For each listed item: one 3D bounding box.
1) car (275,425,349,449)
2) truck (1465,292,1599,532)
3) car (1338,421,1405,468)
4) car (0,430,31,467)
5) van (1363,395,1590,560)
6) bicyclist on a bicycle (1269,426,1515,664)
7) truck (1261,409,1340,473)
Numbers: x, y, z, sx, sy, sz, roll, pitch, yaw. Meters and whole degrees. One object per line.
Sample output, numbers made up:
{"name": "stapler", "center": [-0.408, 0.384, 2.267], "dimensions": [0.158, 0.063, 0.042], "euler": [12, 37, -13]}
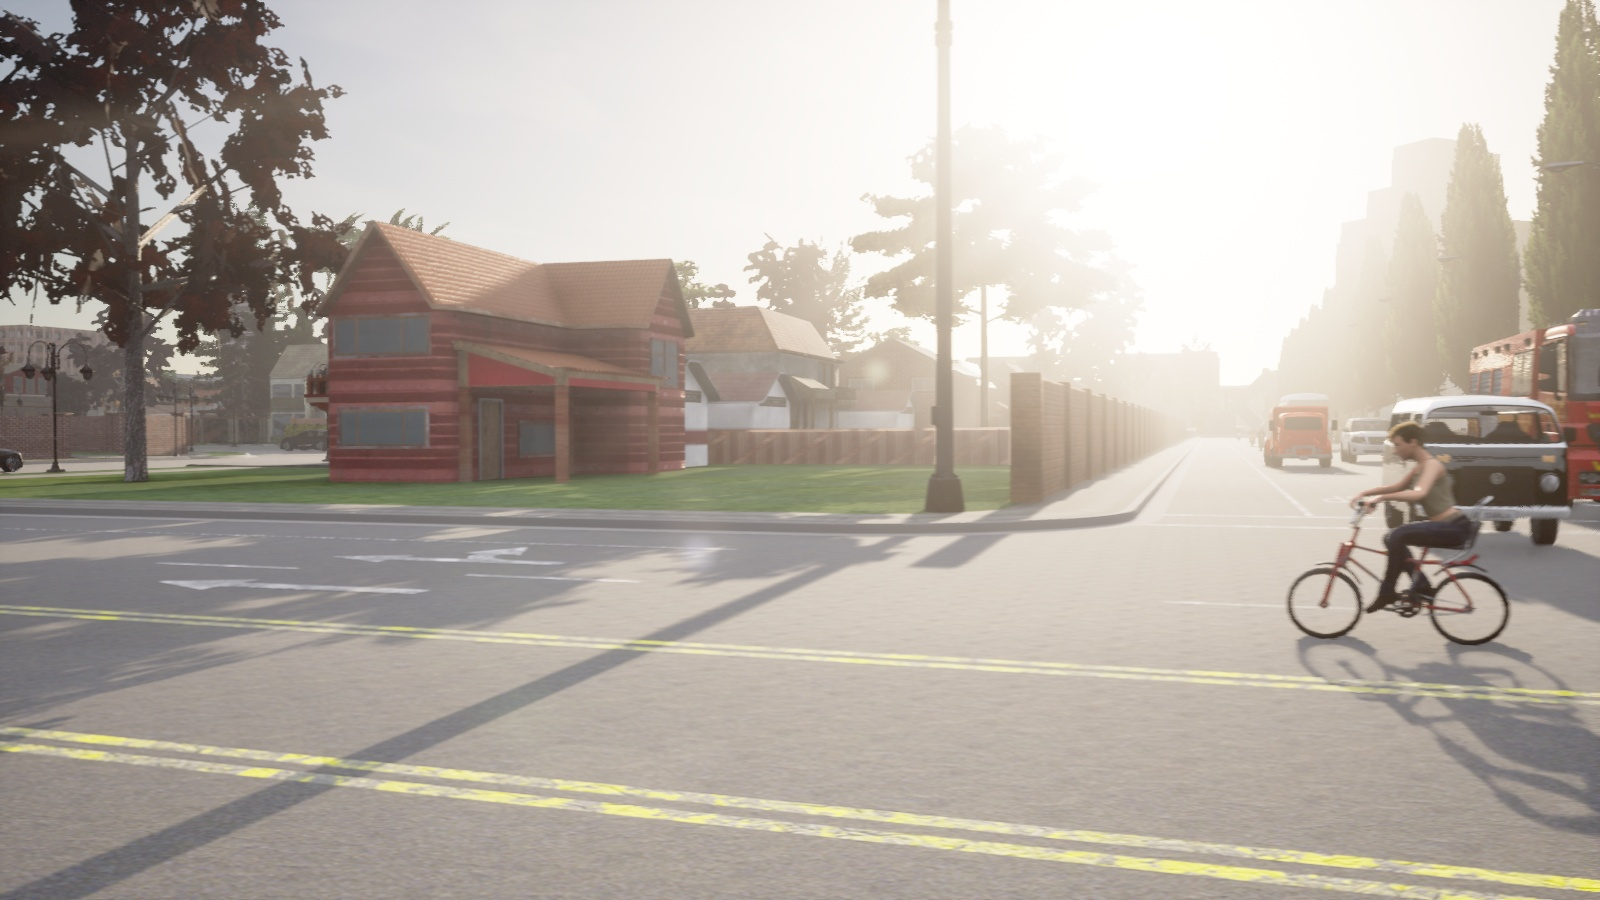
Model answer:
{"name": "car", "center": [-35.941, -0.986, 92.430], "dimensions": [4.856, 1.649, 2.033], "euler": [1, 1, 17]}
{"name": "truck", "center": [15.051, -0.664, 23.797], "dimensions": [2.891, 3.827, 8.468], "euler": [1, 1, 18]}
{"name": "car", "center": [25.973, -0.274, 57.258], "dimensions": [2.150, 2.045, 5.566], "euler": [1, 1, 18]}
{"name": "car", "center": [-32.342, -0.044, 48.317], "dimensions": [1.812, 1.442, 4.674], "euler": [0, 1, 17]}
{"name": "van", "center": [9.431, 0.299, 17.913], "dimensions": [2.069, 2.038, 4.480], "euler": [1, 1, 18]}
{"name": "bicyclist on a bicycle", "center": [4.258, 0.632, 9.162], "dimensions": [1.509, 1.612, 0.866], "euler": [0, 1, 18]}
{"name": "truck", "center": [20.329, -0.404, 51.242], "dimensions": [2.627, 2.467, 5.204], "euler": [1, 1, 18]}
